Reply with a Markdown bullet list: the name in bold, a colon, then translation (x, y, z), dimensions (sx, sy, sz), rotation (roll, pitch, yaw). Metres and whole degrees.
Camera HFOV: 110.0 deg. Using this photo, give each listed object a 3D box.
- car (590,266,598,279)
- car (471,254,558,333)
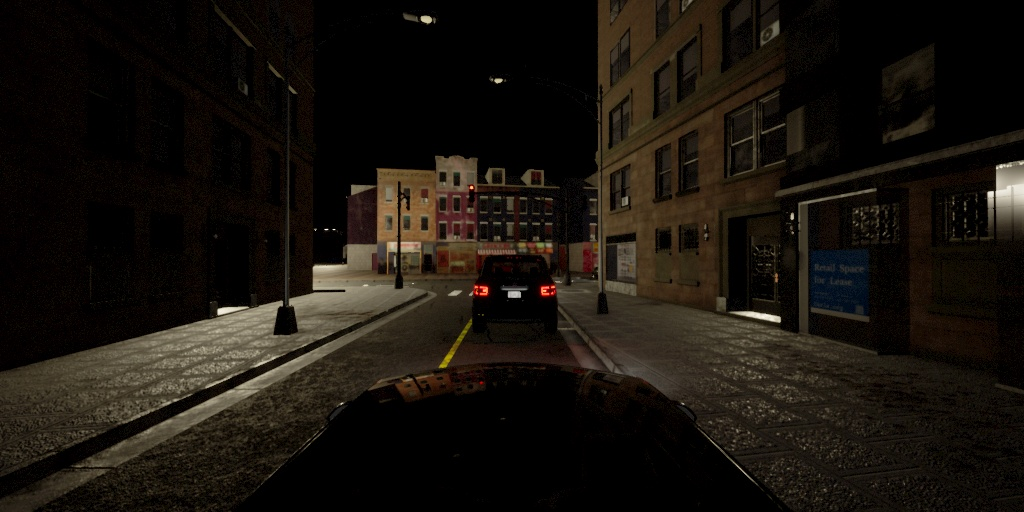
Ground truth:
- **car**: translation (8.889, 1.089, 29.869), dimensions (4.553, 1.767, 2.097), rotation (0, 0, -10)
- **car**: translation (0.098, 0.972, 10.864), dimensions (2.150, 2.045, 5.566), rotation (0, 0, 1)
